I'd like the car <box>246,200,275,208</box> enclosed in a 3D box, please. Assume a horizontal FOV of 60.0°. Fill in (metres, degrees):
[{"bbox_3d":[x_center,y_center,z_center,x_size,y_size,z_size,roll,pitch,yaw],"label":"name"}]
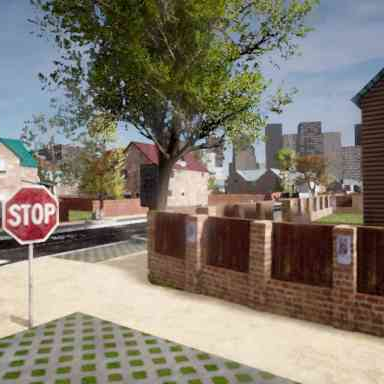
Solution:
[{"bbox_3d":[6.212,1.353,31.078,1.895,1.301,4.718,-1,0,32],"label":"car"}]
